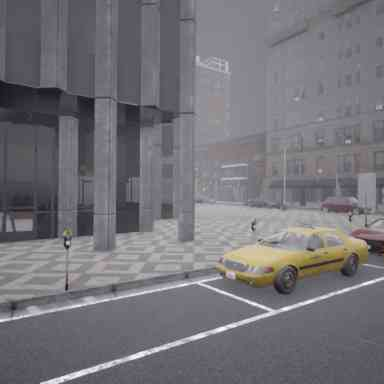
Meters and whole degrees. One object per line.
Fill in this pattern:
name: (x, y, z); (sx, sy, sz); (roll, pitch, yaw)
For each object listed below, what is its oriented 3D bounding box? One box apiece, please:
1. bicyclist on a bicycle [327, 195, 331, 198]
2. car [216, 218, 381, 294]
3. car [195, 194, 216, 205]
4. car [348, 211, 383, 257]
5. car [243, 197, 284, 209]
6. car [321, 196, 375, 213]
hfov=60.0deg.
bicyclist on a bicycle: (16.332, 1.158, 39.536); (1.656, 1.620, 0.582); (0, 0, -35)
car: (2.821, 1.527, 8.777); (4.829, 1.417, 1.752); (0, 1, -36)
car: (1.557, 1.130, 49.664); (2.128, 1.511, 4.902); (1, 0, -35)
car: (7.535, 1.547, 12.148); (4.507, 1.381, 1.887); (0, 1, -36)
car: (8.533, 1.298, 39.754); (2.033, 1.411, 5.357); (1, 0, -36)
car: (14.576, 1.198, 31.210); (2.097, 1.767, 4.553); (1, 0, -35)
